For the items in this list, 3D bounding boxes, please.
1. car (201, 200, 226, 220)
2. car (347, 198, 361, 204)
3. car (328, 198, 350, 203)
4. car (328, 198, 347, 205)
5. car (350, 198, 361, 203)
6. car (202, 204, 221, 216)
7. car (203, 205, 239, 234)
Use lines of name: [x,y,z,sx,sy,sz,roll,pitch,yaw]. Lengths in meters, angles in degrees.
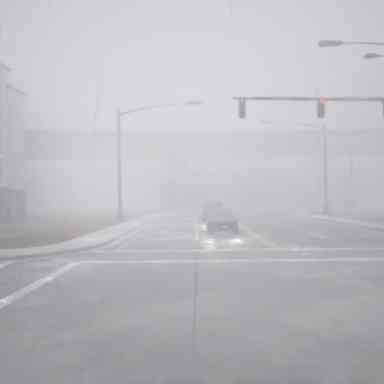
car: [2.076,1.773,32.389,2.150,2.045,5.566,-1,-1,1]
car: [38.718,2.207,78.602,2.038,1.542,4.974,-2,-1,32]
car: [35.683,2.137,80.858,1.853,1.218,4.536,0,-1,-28]
car: [35.711,2.293,80.809,2.038,1.542,4.974,0,-1,-28]
car: [38.742,2.050,78.649,1.853,1.218,4.536,-2,-1,32]
car: [2.567,2.277,43.126,2.033,1.411,5.357,-1,-1,7]
car: [1.960,1.859,22.268,1.882,1.535,5.008,-1,-1,1]
